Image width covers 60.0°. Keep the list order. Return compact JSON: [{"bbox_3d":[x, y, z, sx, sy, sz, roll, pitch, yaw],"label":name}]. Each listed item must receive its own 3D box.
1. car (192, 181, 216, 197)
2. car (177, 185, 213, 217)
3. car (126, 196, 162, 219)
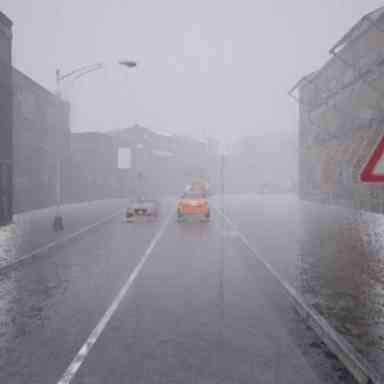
[{"bbox_3d":[1.409,-0.327,42.343,2.150,2.045,5.566,-1,1,17],"label":"car"},{"bbox_3d":[0.102,0.686,23.208,2.097,1.767,4.553,0,3,0],"label":"car"},{"bbox_3d":[-3.068,0.956,21.904,1.994,1.385,4.181,0,3,0],"label":"car"}]
